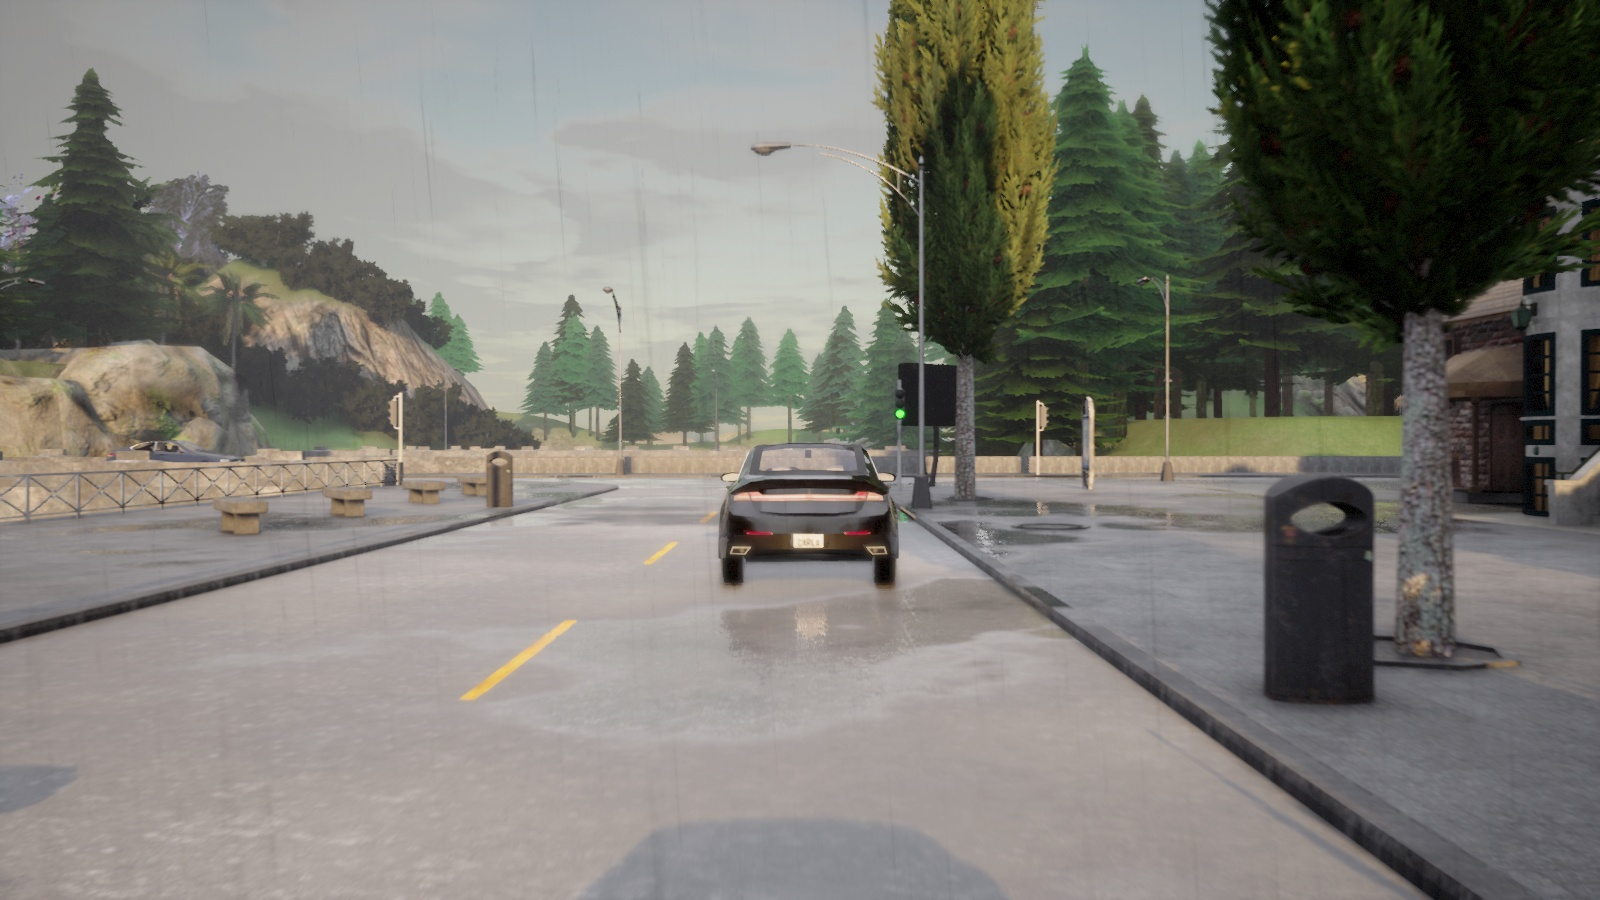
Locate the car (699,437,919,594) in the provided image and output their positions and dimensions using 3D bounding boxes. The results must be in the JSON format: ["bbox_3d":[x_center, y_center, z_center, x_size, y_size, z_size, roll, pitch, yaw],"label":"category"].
[{"bbox_3d":[0.096,0.620,14.602,2.128,1.511,4.902,0,0,0],"label":"car"}]

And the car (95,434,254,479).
[{"bbox_3d":[-23.804,0.235,47.933,5.027,1.651,2.152,0,0,0],"label":"car"}]
